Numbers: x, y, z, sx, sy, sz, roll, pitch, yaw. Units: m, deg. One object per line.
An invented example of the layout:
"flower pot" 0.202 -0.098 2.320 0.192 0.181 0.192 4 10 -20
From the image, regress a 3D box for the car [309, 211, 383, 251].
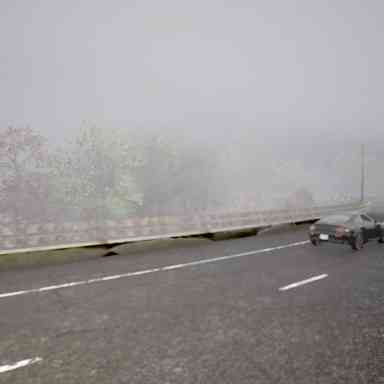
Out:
"car" 6.713 1.539 14.205 4.674 1.442 1.812 0 0 -43
